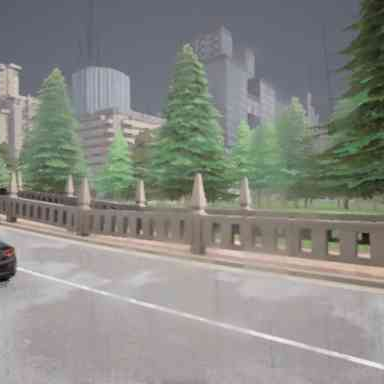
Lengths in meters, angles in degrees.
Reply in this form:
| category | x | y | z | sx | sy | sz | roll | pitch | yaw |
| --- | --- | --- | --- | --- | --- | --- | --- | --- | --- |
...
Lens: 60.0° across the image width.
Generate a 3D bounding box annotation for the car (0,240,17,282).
| category | x | y | z | sx | sy | sz | roll | pitch | yaw |
| --- | --- | --- | --- | --- | --- | --- | --- | --- | --- |
| car | -6.189 | 1.466 | 8.358 | 4.674 | 1.442 | 1.812 | 2 | 1 | 36 |
